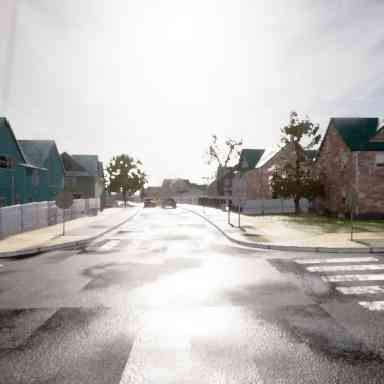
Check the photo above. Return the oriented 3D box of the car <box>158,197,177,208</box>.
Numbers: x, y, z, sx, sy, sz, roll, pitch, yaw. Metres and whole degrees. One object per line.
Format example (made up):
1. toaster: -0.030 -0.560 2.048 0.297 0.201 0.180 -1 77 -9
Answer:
1. car: -3.695 1.630 52.441 2.097 1.767 4.553 0 -1 -10

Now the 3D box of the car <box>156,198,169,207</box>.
1. car: -5.620 1.873 62.378 1.882 1.535 5.008 0 -1 -12

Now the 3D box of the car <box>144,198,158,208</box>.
1. car: -7.156 1.824 56.123 1.837 1.490 4.892 0 -1 -10
